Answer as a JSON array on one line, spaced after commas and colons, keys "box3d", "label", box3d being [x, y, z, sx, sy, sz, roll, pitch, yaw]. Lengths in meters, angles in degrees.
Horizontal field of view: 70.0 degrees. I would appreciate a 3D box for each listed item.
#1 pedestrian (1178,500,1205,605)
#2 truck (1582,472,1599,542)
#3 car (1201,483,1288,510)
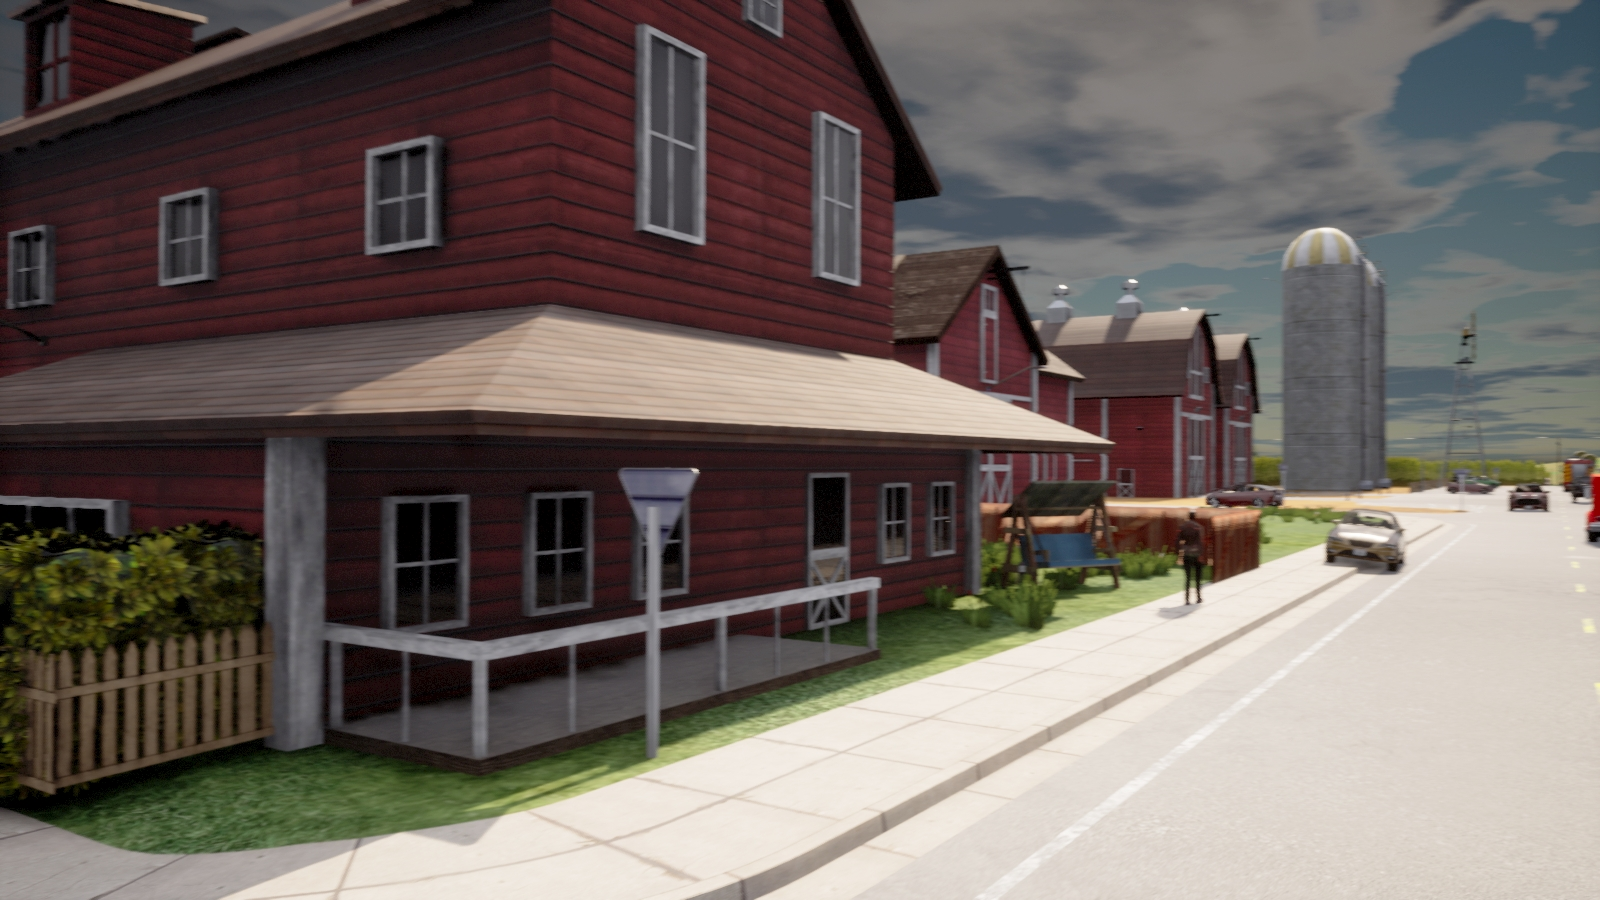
[{"box3d": [7.106, 1.850, 20.735, 0.375, 1.860, 0.375, 0, -1, 35], "label": "pedestrian"}, {"box3d": [30.461, 2.060, 42.092, 2.627, 2.467, 5.204, 0, -1, 33], "label": "truck"}, {"box3d": [26.905, 2.773, 69.261, 2.007, 1.525, 4.514, 1, -1, -40], "label": "car"}]
